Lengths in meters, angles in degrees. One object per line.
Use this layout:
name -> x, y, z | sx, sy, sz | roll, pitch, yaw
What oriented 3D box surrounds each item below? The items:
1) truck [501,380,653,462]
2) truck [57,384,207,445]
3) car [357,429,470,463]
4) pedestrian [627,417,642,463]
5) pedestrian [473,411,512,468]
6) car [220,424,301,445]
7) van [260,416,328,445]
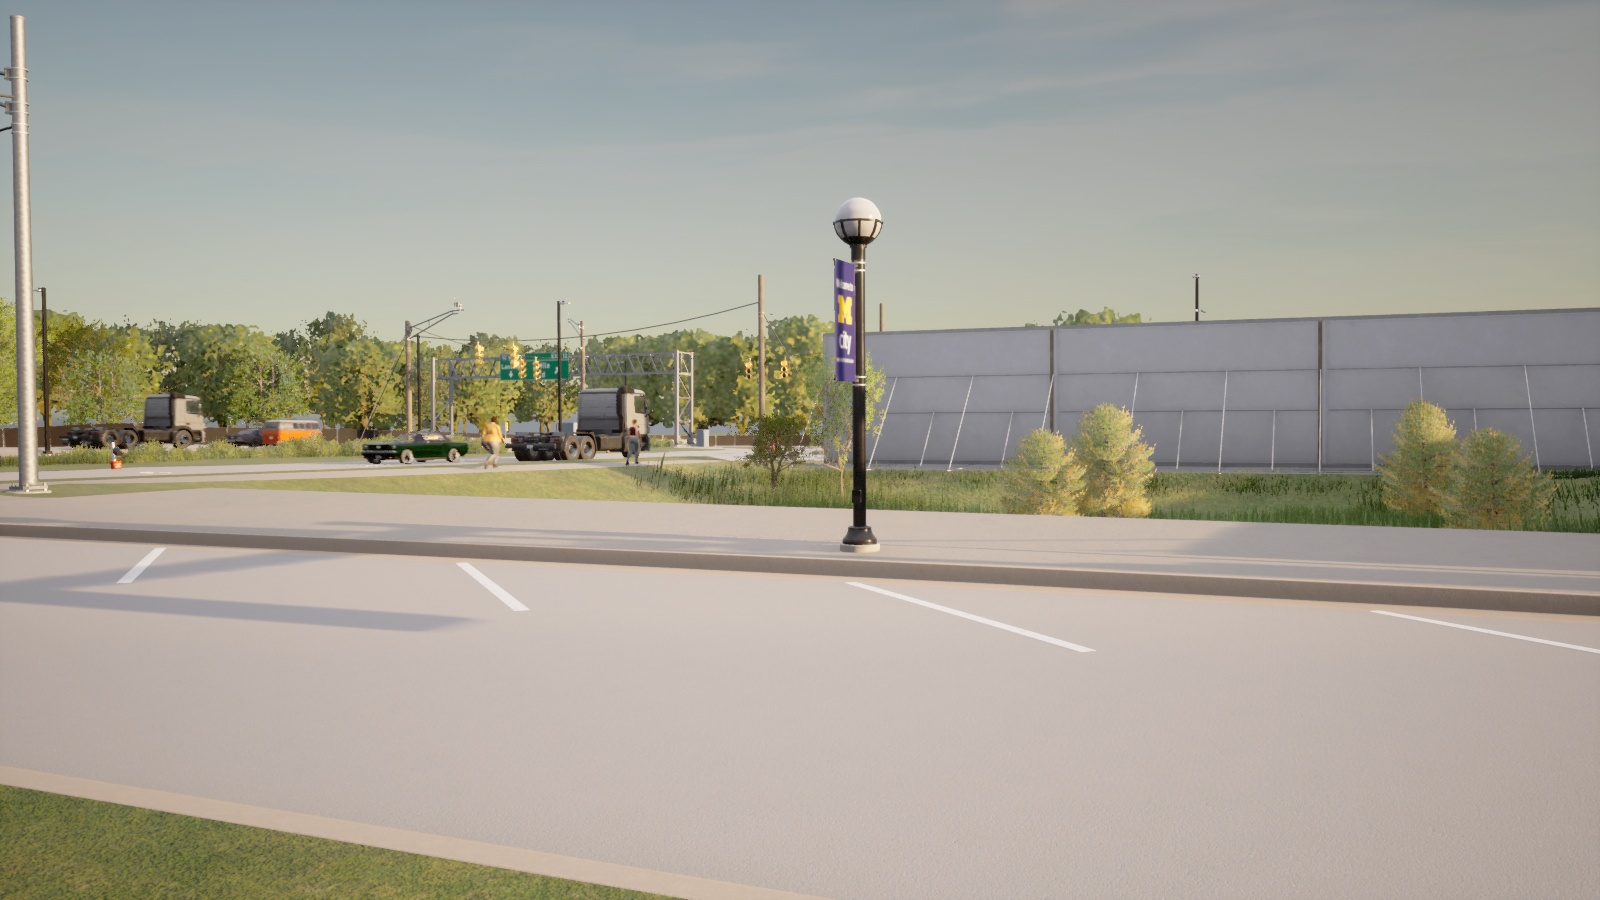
truck -> -9.985, -1.306, 57.263 | 2.891, 3.462, 7.936 | 1, 1, 24
truck -> -39.990, -2.059, 75.546 | 2.891, 3.462, 7.936 | 1, 0, 23
car -> -15.988, -0.189, 52.169 | 1.895, 1.301, 4.718 | 1, 1, 23
pedestrian -> -6.608, -0.399, 50.066 | 0.345, 1.836, 0.594 | 1, 2, 23
pedestrian -> -10.224, -0.357, 41.742 | 0.874, 1.855, 0.900 | 1, 2, 23
car -> -38.184, -1.082, 88.989 | 2.033, 1.411, 5.357 | 1, 0, 23
van -> -35.122, -1.336, 87.230 | 1.775, 1.987, 4.442 | 1, 0, 23
